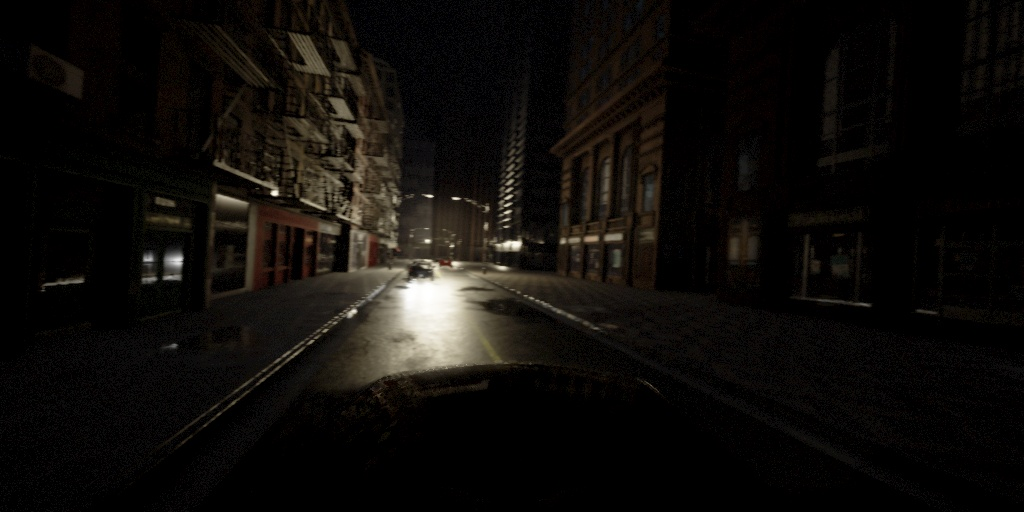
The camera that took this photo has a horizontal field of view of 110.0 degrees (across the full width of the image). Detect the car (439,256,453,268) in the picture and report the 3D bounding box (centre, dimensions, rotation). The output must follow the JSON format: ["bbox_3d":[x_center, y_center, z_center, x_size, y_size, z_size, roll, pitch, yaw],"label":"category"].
[{"bbox_3d":[-9.974,0.846,53.591,2.097,1.767,4.553,3,0,-14],"label":"car"}]

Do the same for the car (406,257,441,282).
[{"bbox_3d":[-6.542,1.004,26.015,2.128,1.511,4.902,3,0,-14],"label":"car"}]
